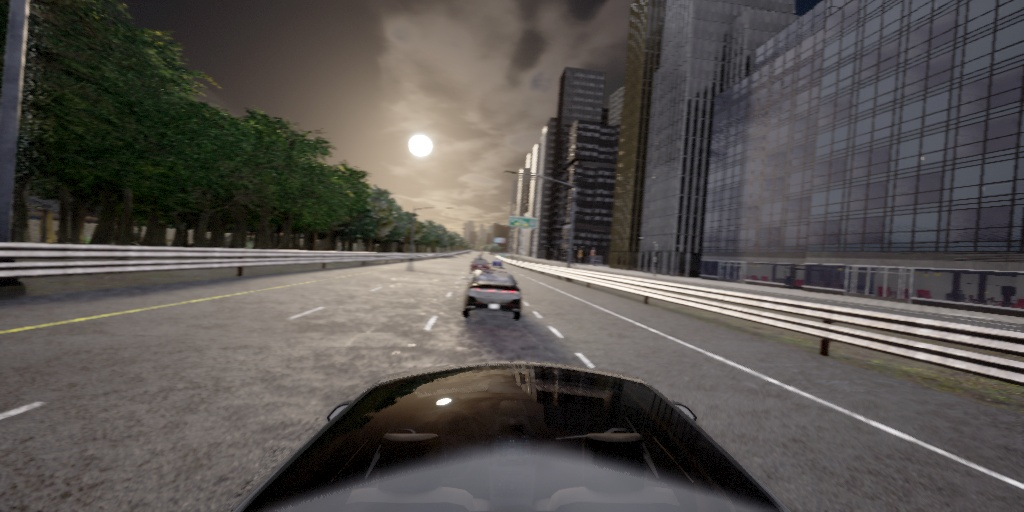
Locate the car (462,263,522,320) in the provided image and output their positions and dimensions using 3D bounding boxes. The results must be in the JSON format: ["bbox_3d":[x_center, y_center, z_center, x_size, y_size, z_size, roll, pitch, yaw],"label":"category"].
[{"bbox_3d":[-0.761,1.250,12.896,2.128,1.511,4.902,4,0,-6],"label":"car"}]

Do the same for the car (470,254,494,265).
[{"bbox_3d":[-3.455,1.051,38.673,2.097,1.767,4.553,4,0,-6],"label":"car"}]
